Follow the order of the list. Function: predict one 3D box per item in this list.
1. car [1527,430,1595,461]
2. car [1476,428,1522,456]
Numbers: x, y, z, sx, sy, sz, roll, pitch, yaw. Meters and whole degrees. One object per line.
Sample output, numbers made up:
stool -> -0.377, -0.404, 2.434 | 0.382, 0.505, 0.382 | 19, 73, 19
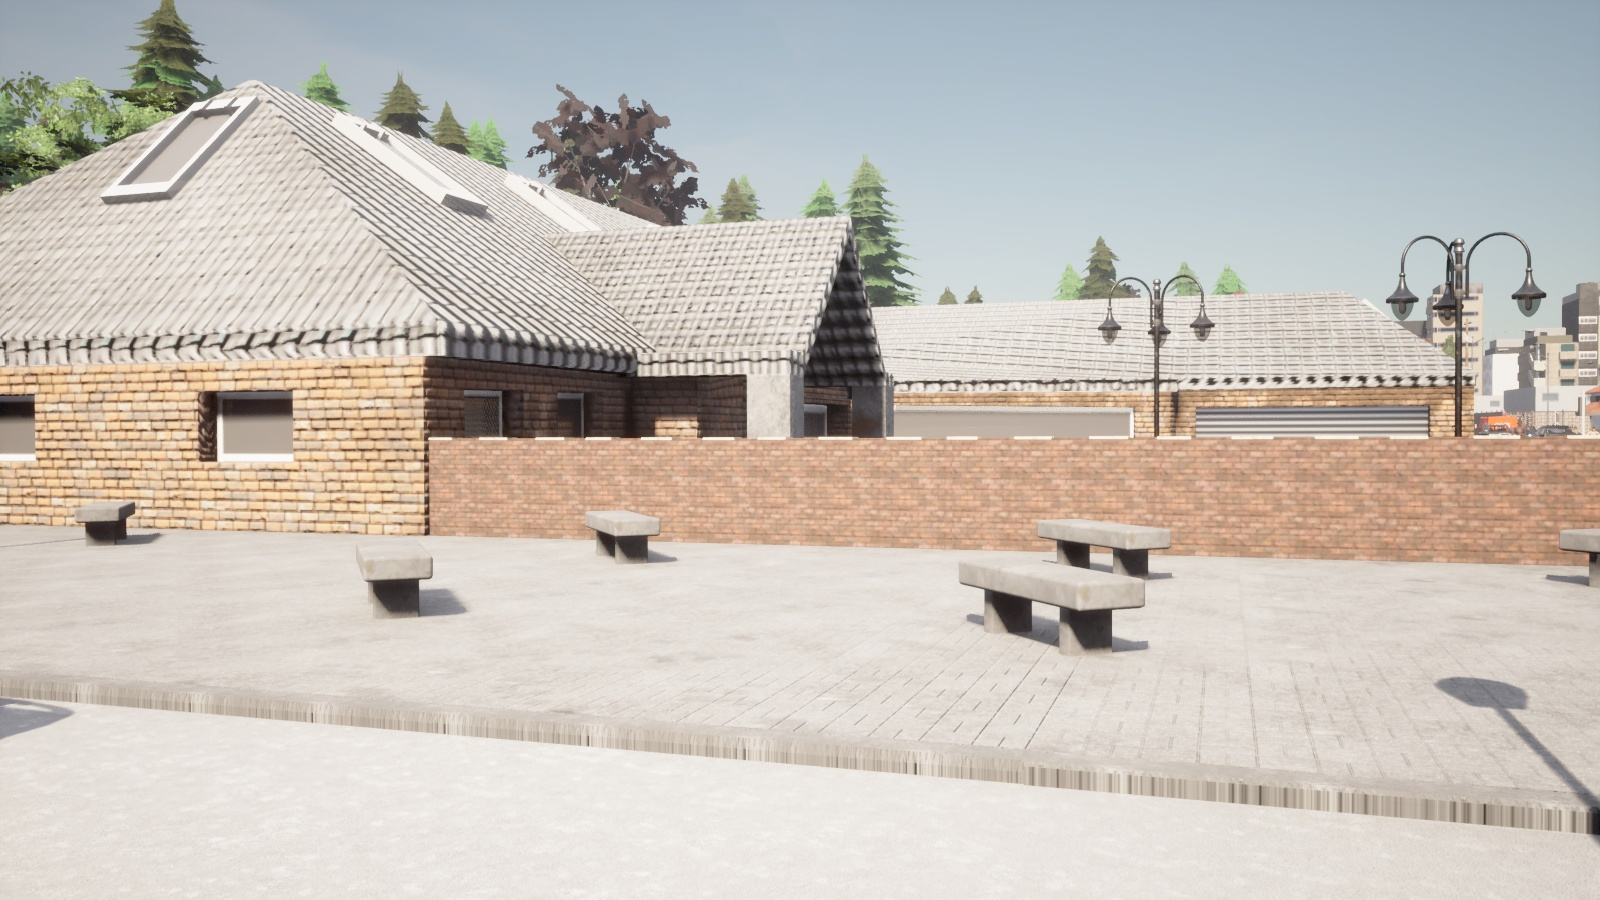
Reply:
car -> 42.318, -0.290, 69.938 | 2.242, 1.667, 4.611 | 1, 1, 19
car -> 47.662, -0.551, 85.748 | 1.932, 1.855, 4.605 | 1, 1, 18
